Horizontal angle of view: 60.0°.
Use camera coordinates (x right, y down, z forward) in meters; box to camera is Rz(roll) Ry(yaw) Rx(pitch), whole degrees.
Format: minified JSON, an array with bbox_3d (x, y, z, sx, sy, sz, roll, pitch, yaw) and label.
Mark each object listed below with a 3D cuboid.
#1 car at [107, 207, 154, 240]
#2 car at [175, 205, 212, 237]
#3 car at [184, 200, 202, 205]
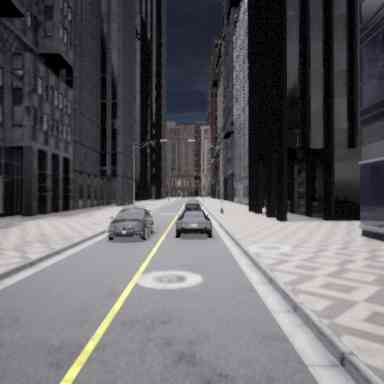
[{"bbox_3d":[-3.095,1.602,17.575,1.837,1.490,4.892,0,0,0],"label":"car"},{"bbox_3d":[0.104,1.666,18.927,1.994,1.385,4.181,0,0,0],"label":"car"},{"bbox_3d":[0.108,1.685,39.760,1.837,1.490,4.892,0,0,0],"label":"car"}]
